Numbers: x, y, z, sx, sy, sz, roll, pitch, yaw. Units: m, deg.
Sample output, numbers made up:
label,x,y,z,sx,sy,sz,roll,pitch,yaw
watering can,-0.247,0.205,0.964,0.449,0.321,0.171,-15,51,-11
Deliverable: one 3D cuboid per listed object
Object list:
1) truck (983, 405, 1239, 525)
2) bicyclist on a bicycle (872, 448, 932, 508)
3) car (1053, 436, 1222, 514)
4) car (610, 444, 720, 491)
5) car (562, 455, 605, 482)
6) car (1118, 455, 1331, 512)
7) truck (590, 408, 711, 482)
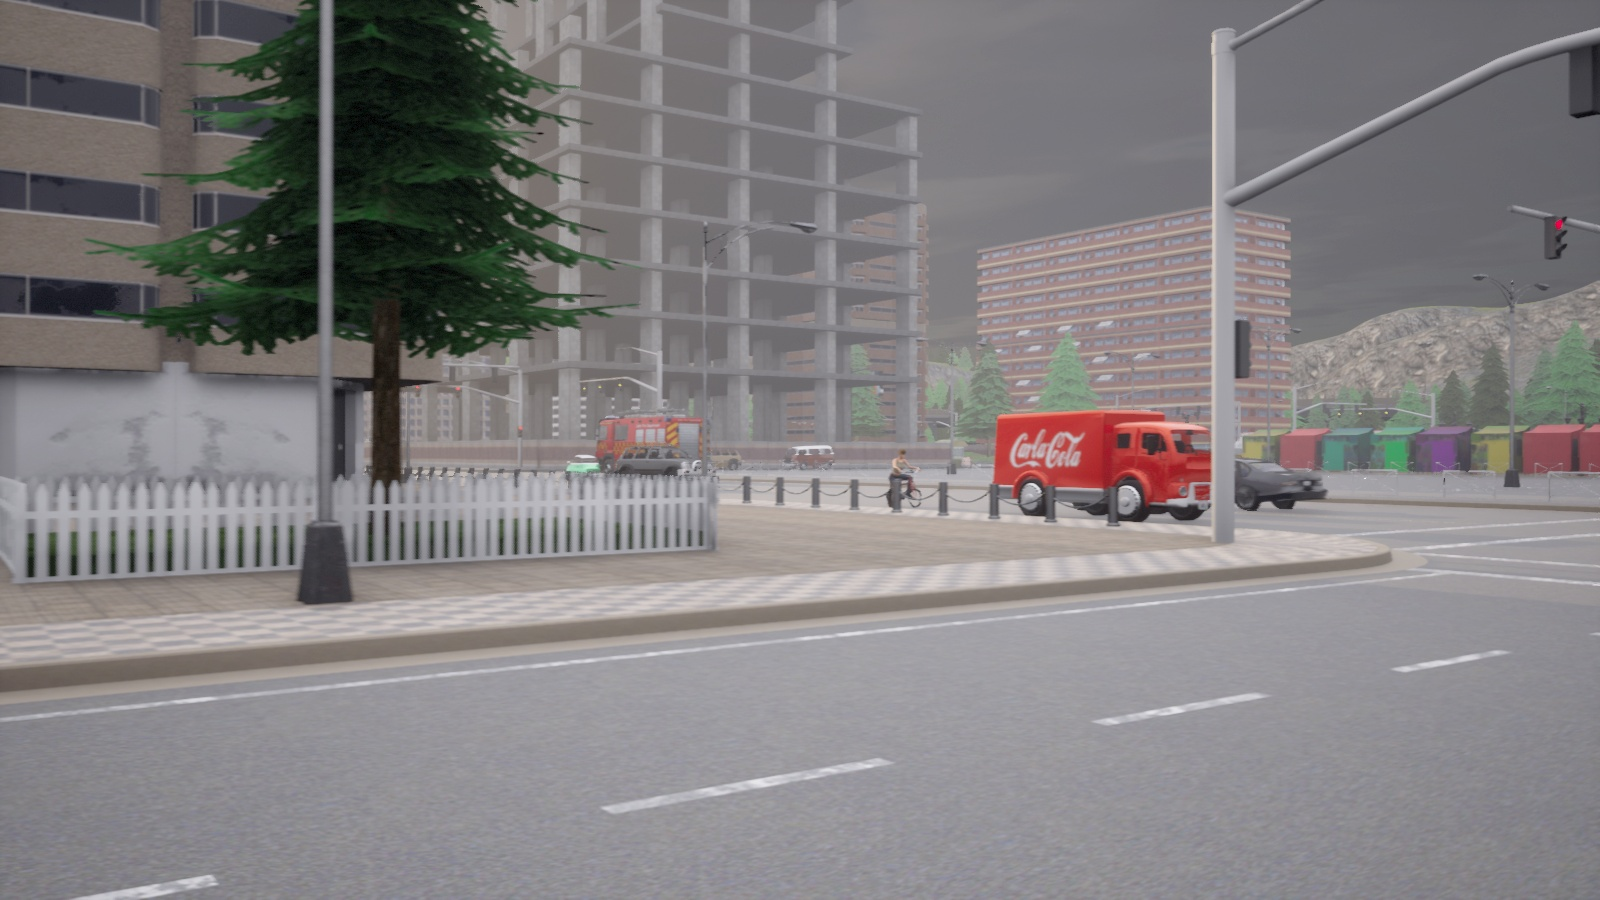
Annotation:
label,x,y,z,sx,sy,sz,roll,pitch,yaw
truck,6.952,0.314,28.602,2.627,2.467,5.204,0,0,-35
bicyclist on a bicycle,2.802,0.760,34.536,0.866,1.612,1.509,0,0,-35
car,8.615,0.602,32.328,1.905,1.878,3.866,0,0,-35
car,-5.598,0.700,51.787,4.605,1.855,1.932,0,0,42
car,-11.610,0.989,67.313,1.481,1.376,2.207,0,0,-35
car,11.479,0.852,34.357,2.033,1.411,5.357,0,0,-35
truck,-8.314,-0.234,68.707,2.891,3.827,8.468,0,0,-35
